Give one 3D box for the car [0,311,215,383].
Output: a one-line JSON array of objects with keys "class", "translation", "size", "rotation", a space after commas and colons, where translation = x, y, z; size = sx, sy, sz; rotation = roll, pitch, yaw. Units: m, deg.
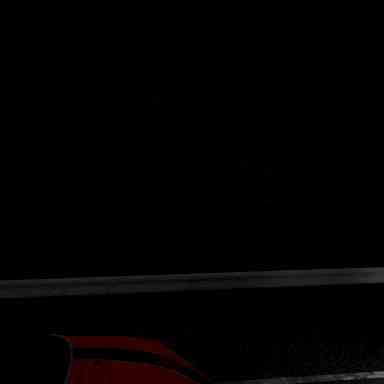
[{"class": "car", "translation": [-1.856, 1.352, 1.660], "size": [4.553, 1.767, 2.097], "rotation": [0, 0, -6]}]
